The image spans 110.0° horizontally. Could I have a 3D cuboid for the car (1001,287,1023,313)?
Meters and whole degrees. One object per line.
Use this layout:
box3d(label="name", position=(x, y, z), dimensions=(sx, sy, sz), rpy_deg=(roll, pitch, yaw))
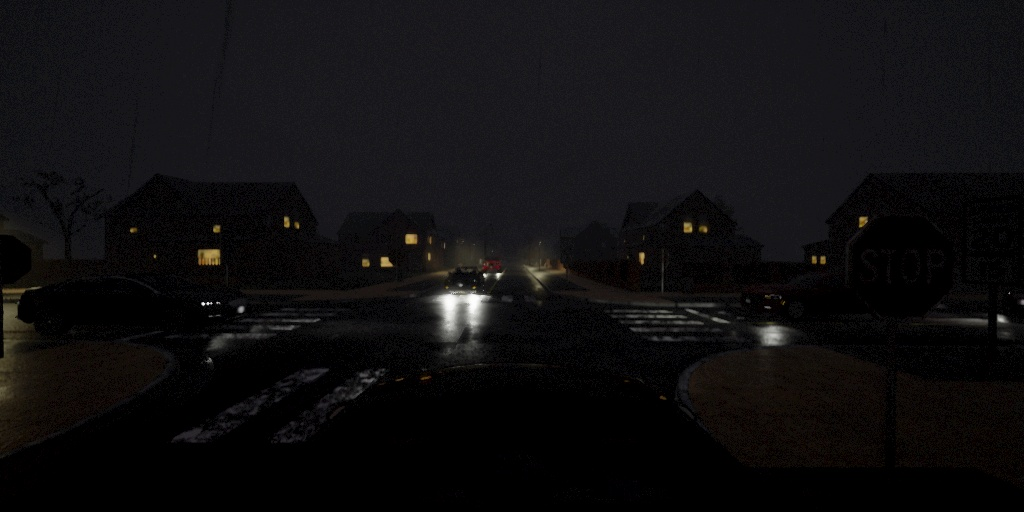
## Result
box3d(label="car", position=(20.017, 1.344, 12.266), dimensions=(4.902, 1.511, 2.128), rpy_deg=(0, 0, 0))

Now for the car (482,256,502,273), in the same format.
box3d(label="car", position=(-2.462, 0.963, 45.152), dimensions=(2.150, 2.045, 5.566), rpy_deg=(0, 0, 0))

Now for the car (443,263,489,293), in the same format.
box3d(label="car", position=(-2.622, 1.305, 20.389), dimensions=(1.994, 1.385, 4.181), rpy_deg=(0, 0, 0))

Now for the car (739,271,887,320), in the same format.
box3d(label="car", position=(10.538, 1.274, 12.264), dimensions=(5.008, 1.535, 1.882), rpy_deg=(0, 0, -1))

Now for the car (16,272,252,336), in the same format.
box3d(label="car", position=(-9.867, 1.193, 9.647), dimensions=(4.902, 1.511, 2.128), rpy_deg=(0, 0, -4))
